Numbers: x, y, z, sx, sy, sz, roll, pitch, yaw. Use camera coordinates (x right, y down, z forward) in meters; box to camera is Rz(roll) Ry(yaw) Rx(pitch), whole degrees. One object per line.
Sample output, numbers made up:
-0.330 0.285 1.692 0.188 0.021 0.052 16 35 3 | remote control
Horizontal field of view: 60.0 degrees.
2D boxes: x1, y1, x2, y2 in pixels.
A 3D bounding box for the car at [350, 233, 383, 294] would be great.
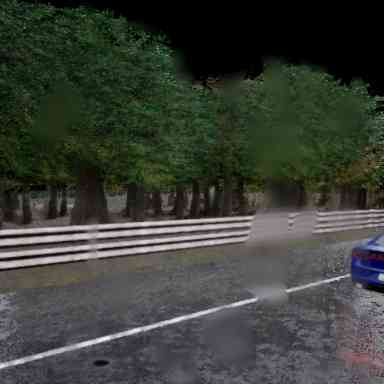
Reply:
5.740 1.496 7.789 5.008 1.535 1.882 0 0 -35 | car
